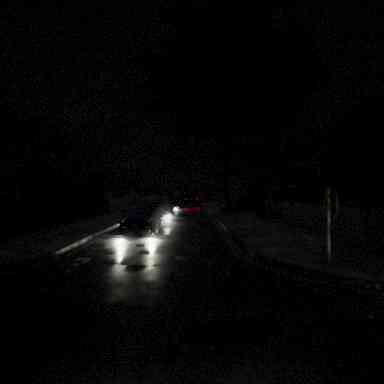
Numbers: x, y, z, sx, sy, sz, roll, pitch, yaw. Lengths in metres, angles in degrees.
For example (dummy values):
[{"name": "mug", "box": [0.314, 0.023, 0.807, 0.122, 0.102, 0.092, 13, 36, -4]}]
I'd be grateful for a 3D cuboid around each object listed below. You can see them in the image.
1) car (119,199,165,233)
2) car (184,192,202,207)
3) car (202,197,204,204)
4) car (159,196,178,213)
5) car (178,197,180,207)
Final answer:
[{"name": "car", "box": [-2.866, 1.377, 19.236, 1.882, 1.535, 5.008, 0, 0, 0]}, {"name": "car", "box": [-0.023, 1.048, 47.507, 2.150, 2.045, 5.566, 0, 0, 1]}, {"name": "car", "box": [0.878, 1.392, 58.073, 1.994, 1.385, 4.181, -1, 0, 13]}, {"name": "car", "box": [-2.856, 1.364, 34.349, 2.128, 1.511, 4.902, 0, 0, 0]}, {"name": "car", "box": [-2.727, 1.339, 48.123, 2.128, 1.511, 4.902, 0, 0, 2]}]
